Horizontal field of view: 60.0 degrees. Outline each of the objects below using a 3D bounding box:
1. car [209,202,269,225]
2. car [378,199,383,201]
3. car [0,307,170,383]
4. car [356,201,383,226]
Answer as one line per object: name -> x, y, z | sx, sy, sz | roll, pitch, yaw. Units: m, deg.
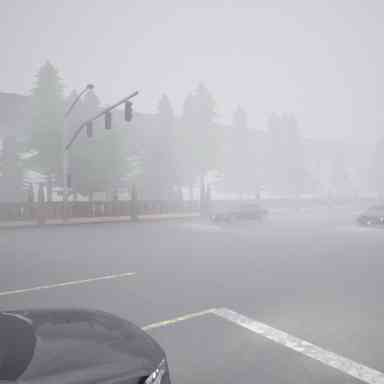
car -> 3.413, 1.480, 23.673 | 4.892, 1.490, 1.837 | 0, 0, -36
car -> 21.097, 1.494, 36.352 | 4.181, 1.385, 1.994 | 0, 0, -36
car -> -2.405, 1.491, 2.051 | 4.902, 1.511, 2.128 | 0, 0, -35
car -> 13.014, 1.507, 21.944 | 5.357, 1.411, 2.033 | 0, 0, -36
